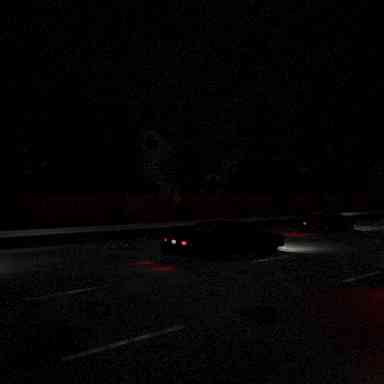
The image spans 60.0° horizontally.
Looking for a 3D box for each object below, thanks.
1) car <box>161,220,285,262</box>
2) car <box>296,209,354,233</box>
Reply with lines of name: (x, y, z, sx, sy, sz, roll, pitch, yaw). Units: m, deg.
car: (1.391, 1.857, 13.421, 5.357, 1.411, 2.033, 0, -2, -36)
car: (9.521, 1.956, 23.599, 5.008, 1.535, 1.882, 0, -2, -36)
